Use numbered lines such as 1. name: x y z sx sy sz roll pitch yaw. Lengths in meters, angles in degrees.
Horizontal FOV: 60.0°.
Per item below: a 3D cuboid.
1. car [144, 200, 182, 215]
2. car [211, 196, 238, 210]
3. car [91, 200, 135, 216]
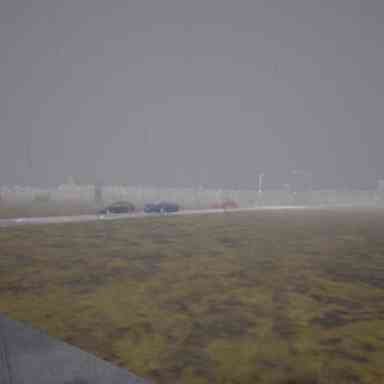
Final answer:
1. car: -3.041 1.616 36.187 1.882 1.535 5.008 -1 -1 35
2. car: 5.255 1.711 52.936 2.150 2.045 5.566 -1 -2 36
3. car: -8.060 1.605 34.184 1.837 1.490 4.892 -1 -1 35
